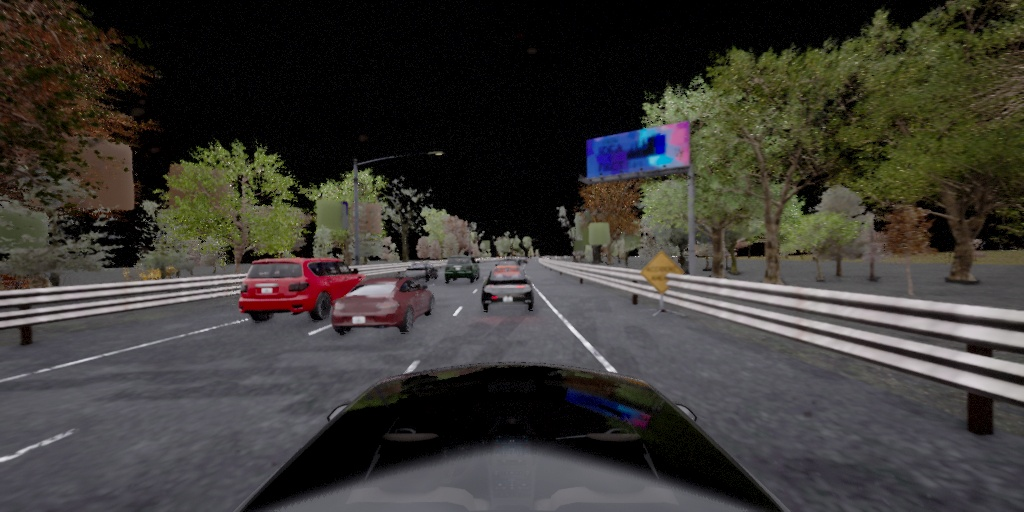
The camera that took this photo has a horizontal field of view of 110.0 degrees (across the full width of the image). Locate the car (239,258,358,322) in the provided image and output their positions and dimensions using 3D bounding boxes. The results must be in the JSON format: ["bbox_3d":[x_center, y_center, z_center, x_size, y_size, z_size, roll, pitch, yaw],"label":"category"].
[{"bbox_3d":[-7.156,1.084,13.108,2.150,2.045,5.566,-1,0,-1],"label":"car"}]

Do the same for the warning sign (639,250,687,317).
[{"bbox_3d":[4.389,0.762,10.502,1.300,1.860,1.060,0,0,-1],"label":"warning sign"}]

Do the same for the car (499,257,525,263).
[{"bbox_3d":[-0.301,1.048,29.031,2.097,1.767,4.553,-1,0,0],"label":"car"}]

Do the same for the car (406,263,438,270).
[{"bbox_3d":[-7.296,1.322,29.268,2.128,1.511,4.902,-1,0,0],"label":"car"}]

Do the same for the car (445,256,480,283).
[{"bbox_3d":[-3.811,0.989,28.109,2.150,2.045,5.566,-1,0,0],"label":"car"}]

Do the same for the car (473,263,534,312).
[{"bbox_3d":[-0.164,1.216,14.231,2.128,1.511,4.902,-1,0,-1],"label":"car"}]

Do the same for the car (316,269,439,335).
[{"bbox_3d":[-3.620,1.324,10.712,1.812,1.442,4.674,-1,0,-1],"label":"car"}]
